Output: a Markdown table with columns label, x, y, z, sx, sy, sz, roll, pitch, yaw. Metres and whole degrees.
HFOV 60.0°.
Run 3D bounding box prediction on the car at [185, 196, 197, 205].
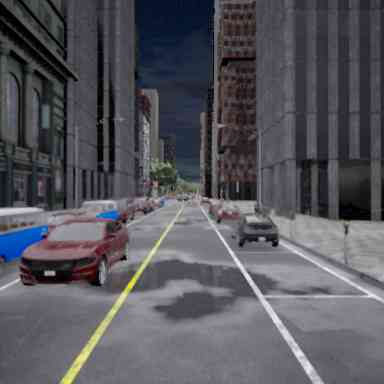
| label | x | y | z | sx | sy | sz | roll | pitch | yaw |
| --- | --- | --- | --- | --- | --- | --- | --- | --- | --- |
| car | -0.013 | 1.930 | 67.896 | 1.895 | 1.301 | 4.718 | 0 | 0 | 0 |

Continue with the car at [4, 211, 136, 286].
| label | x | y | z | sx | sy | sz | roll | pitch | yaw |
| --- | --- | --- | --- | --- | --- | --- | --- | --- | --- |
| car | -3.094 | 1.523 | 9.765 | 1.882 | 1.535 | 5.008 | 0 | 0 | 0 |

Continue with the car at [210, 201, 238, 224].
| label | x | y | z | sx | sy | sz | roll | pitch | yaw |
| --- | --- | --- | --- | --- | --- | --- | --- | --- | --- |
| car | 2.758 | 1.561 | 26.179 | 1.967 | 1.590 | 4.097 | 0 | 0 | 0 |

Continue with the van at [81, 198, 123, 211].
| label | x | y | z | sx | sy | sz | roll | pitch | yaw |
| --- | --- | --- | --- | --- | --- | --- | --- | --- | --- |
| van | -5.766 | 1.437 | 20.731 | 1.690 | 1.788 | 3.998 | 0 | 0 | 0 |

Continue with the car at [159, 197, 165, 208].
| label | x | y | z | sx | sy | sz | roll | pitch | yaw |
| --- | --- | --- | --- | --- | --- | --- | --- | --- | --- |
| car | -5.774 | 1.851 | 53.375 | 1.802 | 1.307 | 4.206 | 0 | 0 | 0 |

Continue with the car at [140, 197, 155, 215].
| label | x | y | z | sx | sy | sz | roll | pitch | yaw |
| --- | --- | --- | --- | --- | --- | --- | --- | --- | --- |
| car | -5.769 | 1.487 | 37.054 | 2.192 | 1.841 | 5.009 | 0 | 0 | 0 |

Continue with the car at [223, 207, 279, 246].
| label | x | y | z | sx | sy | sz | roll | pitch | yaw |
| --- | --- | --- | --- | --- | --- | --- | --- | --- | --- |
| car | 2.760 | 1.622 | 15.297 | 2.008 | 1.369 | 4.403 | 0 | 0 | 0 |

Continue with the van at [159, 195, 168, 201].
| label | x | y | z | sx | sy | sz | roll | pitch | yaw |
| --- | --- | --- | --- | --- | --- | --- | --- | --- | --- |
| van | -5.775 | 1.647 | 58.818 | 1.690 | 1.788 | 3.998 | 0 | 0 | 0 |

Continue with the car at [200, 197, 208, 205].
| label | x | y | z | sx | sy | sz | roll | pitch | yaw |
| --- | --- | --- | --- | --- | --- | --- | --- | --- | --- |
| car | 2.748 | 1.819 | 69.703 | 1.967 | 1.590 | 4.097 | 0 | 0 | 0 |

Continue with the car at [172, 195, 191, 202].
| label | x | y | z | sx | sy | sz | roll | pitch | yaw |
| --- | --- | --- | --- | --- | --- | --- | --- | --- | --- |
| car | -2.142 | 1.753 | 82.476 | 1.837 | 1.490 | 4.892 | 0 | 0 | -36 |

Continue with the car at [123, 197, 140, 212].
| label | x | y | z | sx | sy | sz | roll | pitch | yaw |
| --- | --- | --- | --- | --- | --- | --- | --- | --- | --- |
| car | -5.767 | 1.436 | 26.173 | 2.192 | 1.841 | 5.009 | 0 | 0 | 0 |

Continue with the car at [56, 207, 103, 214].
| label | x | y | z | sx | sy | sz | roll | pitch | yaw |
| --- | --- | --- | --- | --- | --- | --- | --- | --- | --- |
| car | -5.765 | 1.616 | 15.289 | 1.887 | 1.381 | 4.507 | 0 | 0 | 0 |

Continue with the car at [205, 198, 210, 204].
| label | x | y | z | sx | sy | sz | roll | pitch | yaw |
| --- | --- | --- | --- | --- | --- | --- | --- | --- | --- |
| car | 2.756 | 1.717 | 37.060 | 1.887 | 1.381 | 4.507 | 0 | 0 | 0 |

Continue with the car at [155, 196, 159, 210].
| label | x | y | z | sx | sy | sz | roll | pitch | yaw |
| --- | --- | --- | --- | --- | --- | --- | --- | --- | --- |
| car | -5.771 | 1.640 | 42.495 | 1.967 | 1.590 | 4.097 | 0 | 0 | 0 |

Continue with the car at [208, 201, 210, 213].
| label | x | y | z | sx | sy | sz | roll | pitch | yaw |
| --- | --- | --- | --- | --- | --- | --- | --- | --- | --- |
| car | 2.757 | 1.728 | 31.619 | 1.802 | 1.307 | 4.206 | 0 | 0 | 0 |

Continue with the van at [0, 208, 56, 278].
| label | x | y | z | sx | sy | sz | roll | pitch | yaw |
| --- | --- | --- | --- | --- | --- | --- | --- | --- | --- |
| van | -5.764 | 1.387 | 9.849 | 1.690 | 1.788 | 3.998 | 0 | 0 | 0 |
